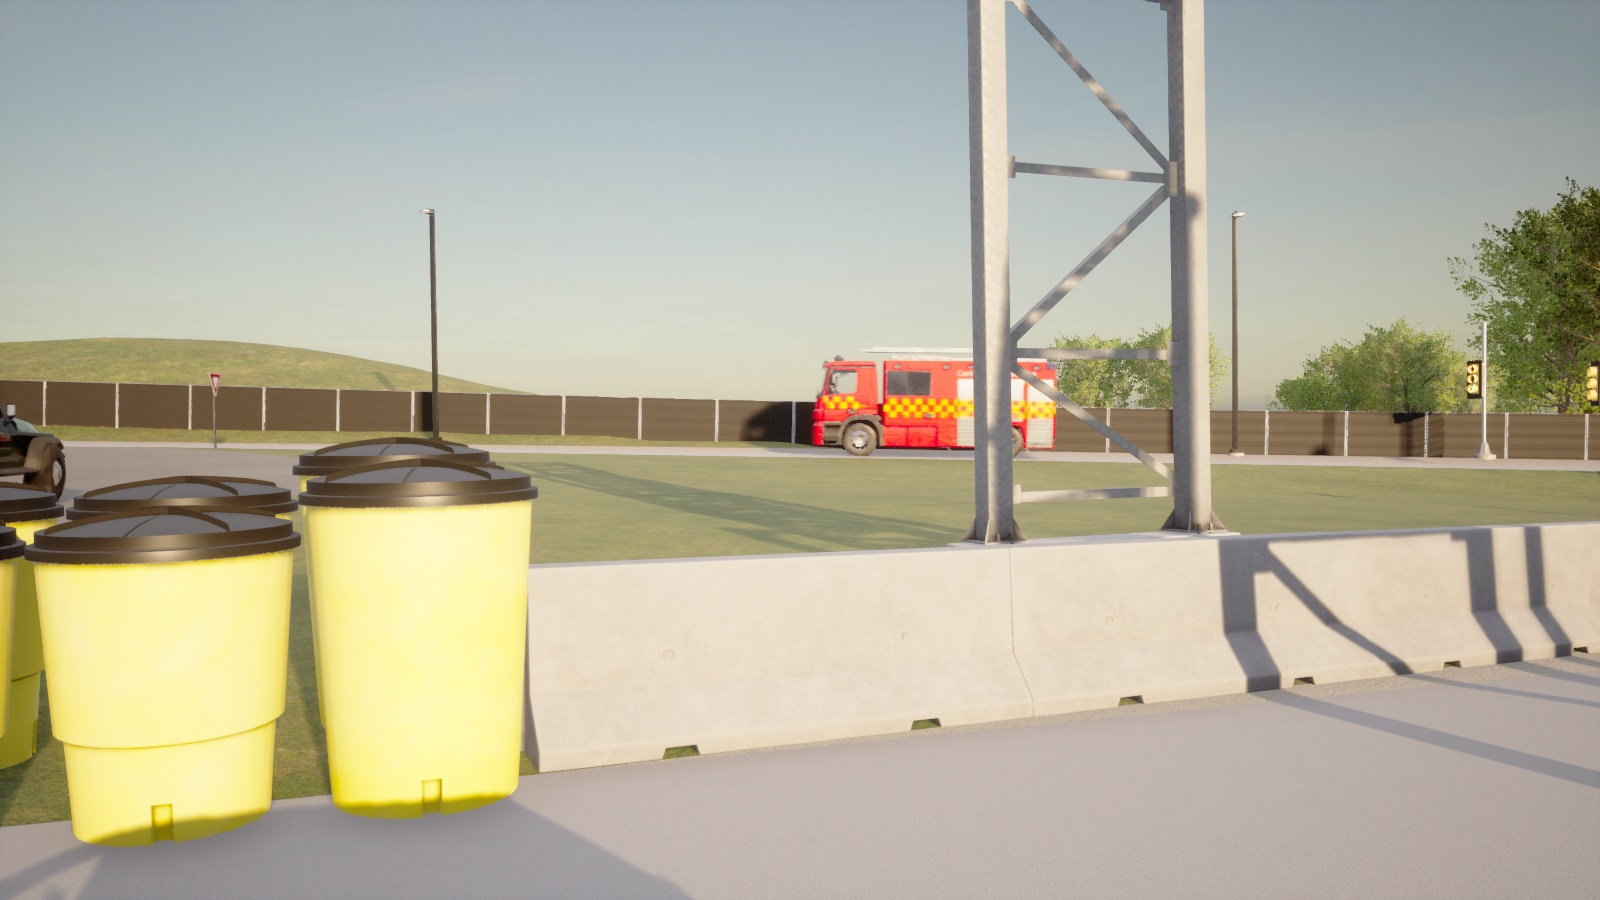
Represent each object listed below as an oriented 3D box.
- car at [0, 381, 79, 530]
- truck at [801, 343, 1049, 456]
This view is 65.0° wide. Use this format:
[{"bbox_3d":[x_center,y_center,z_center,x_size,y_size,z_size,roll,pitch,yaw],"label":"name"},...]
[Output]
[{"bbox_3d":[-11.108,0.087,16.164,1.905,1.878,3.866,-2,1,-10],"label":"car"},{"bbox_3d":[4.375,-1.765,44.590,8.468,3.827,2.891,0,2,4],"label":"truck"}]
